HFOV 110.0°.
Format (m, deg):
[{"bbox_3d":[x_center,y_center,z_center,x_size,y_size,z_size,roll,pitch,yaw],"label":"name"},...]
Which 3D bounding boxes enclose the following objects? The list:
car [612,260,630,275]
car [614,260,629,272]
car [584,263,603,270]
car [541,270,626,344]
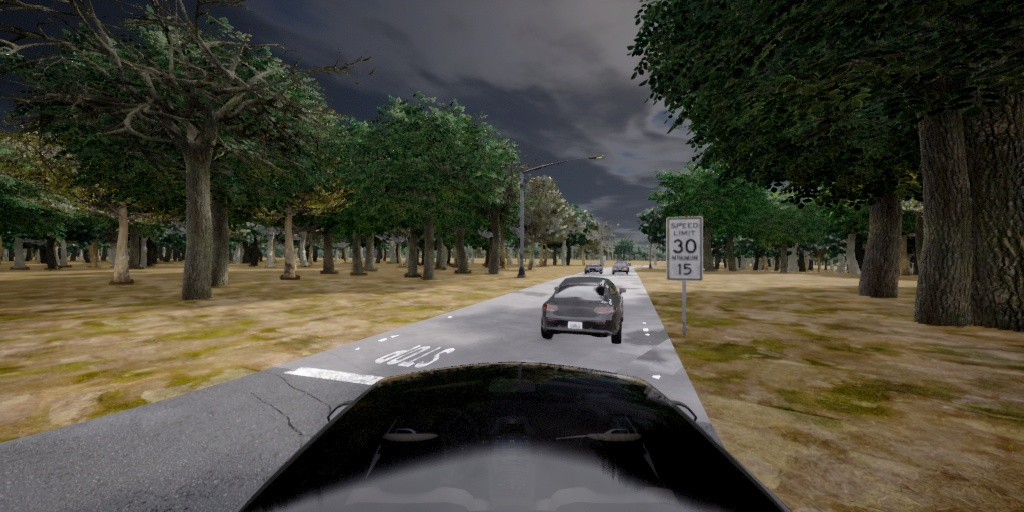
[{"bbox_3d":[13.001,1.482,42.990,2.033,1.411,5.357,0,-1,18],"label":"car"},{"bbox_3d":[16.179,1.429,52.830,2.097,1.767,4.553,0,-1,18],"label":"car"},{"bbox_3d":[10.109,1.500,44.058,1.994,1.385,4.181,0,-1,18],"label":"car"},{"bbox_3d":[2.029,1.278,9.657,1.812,1.442,4.674,0,0,18],"label":"car"}]
